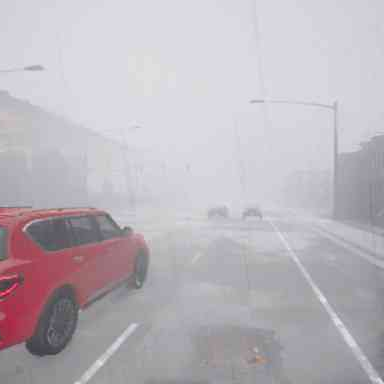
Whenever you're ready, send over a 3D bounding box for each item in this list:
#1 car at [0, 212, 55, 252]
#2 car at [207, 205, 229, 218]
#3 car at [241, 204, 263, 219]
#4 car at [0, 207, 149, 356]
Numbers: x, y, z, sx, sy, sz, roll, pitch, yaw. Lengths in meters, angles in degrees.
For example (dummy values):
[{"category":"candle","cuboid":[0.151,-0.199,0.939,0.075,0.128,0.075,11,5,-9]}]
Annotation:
[{"category":"car","cuboid":[-8.293,1.712,14.875,1.994,1.385,4.181,0,-1,11]},{"category":"car","cuboid":[2.813,2.042,35.101,1.895,1.301,4.718,0,-1,11]},{"category":"car","cuboid":[6.173,1.968,34.034,1.812,1.442,4.674,0,-1,11]},{"category":"car","cuboid":[-2.597,1.292,6.446,2.150,2.045,5.566,0,-1,11]}]
